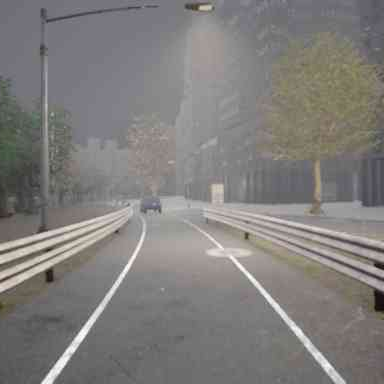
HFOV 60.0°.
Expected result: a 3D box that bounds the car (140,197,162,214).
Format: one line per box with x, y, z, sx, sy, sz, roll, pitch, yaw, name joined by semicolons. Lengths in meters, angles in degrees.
-5.232;1.612;42.163;2.150;2.045;5.566;-1;0;-15;car
